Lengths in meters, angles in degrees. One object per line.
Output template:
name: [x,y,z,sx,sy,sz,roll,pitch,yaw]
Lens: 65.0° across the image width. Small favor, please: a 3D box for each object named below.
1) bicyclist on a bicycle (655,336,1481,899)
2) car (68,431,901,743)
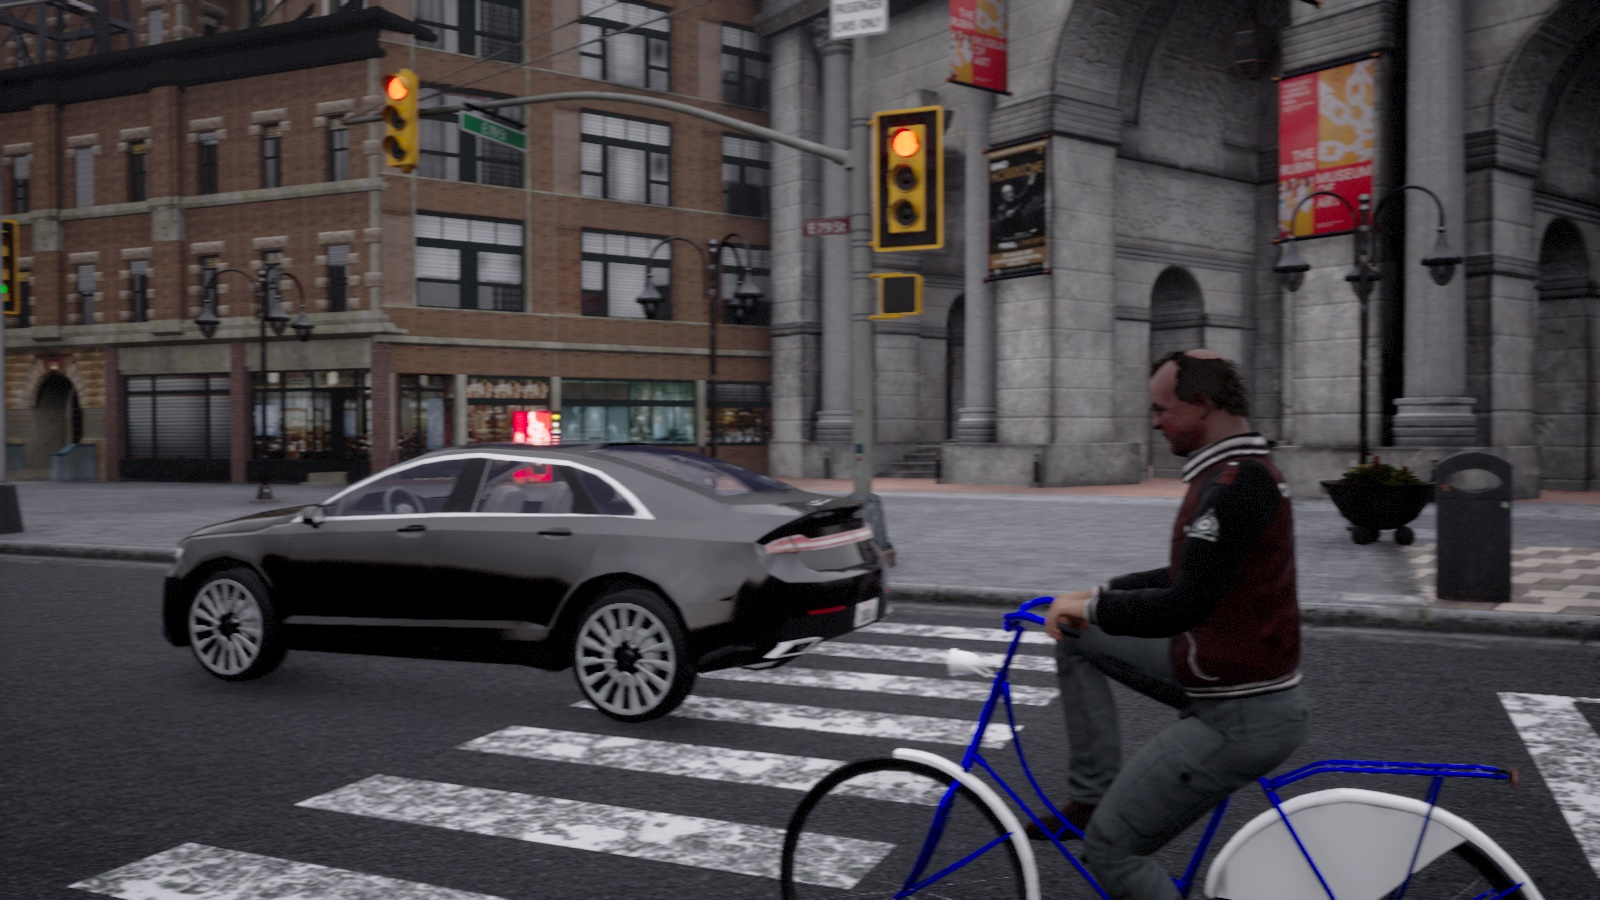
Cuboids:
bicyclist on a bicycle: [0.610,0.647,3.140,1.843,1.776,0.659,1,1,23]
car: [-2.026,0.641,8.079,4.902,1.511,2.128,1,1,23]
